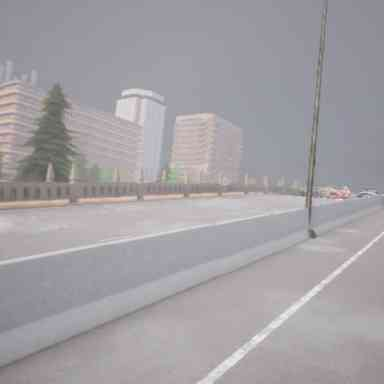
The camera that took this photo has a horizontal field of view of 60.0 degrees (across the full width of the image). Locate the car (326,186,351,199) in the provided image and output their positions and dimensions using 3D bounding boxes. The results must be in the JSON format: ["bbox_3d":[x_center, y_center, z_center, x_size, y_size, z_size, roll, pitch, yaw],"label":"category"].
[{"bbox_3d":[19.112,-0.009,43.305,2.097,1.767,4.553,4,2,37],"label":"car"}]

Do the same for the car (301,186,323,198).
[{"bbox_3d":[16.517,-0.025,45.677,1.837,1.490,4.892,4,1,37],"label":"car"}]

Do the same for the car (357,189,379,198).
[{"bbox_3d":[21.886,0.341,41.189,1.812,1.442,4.674,4,1,37],"label":"car"}]
